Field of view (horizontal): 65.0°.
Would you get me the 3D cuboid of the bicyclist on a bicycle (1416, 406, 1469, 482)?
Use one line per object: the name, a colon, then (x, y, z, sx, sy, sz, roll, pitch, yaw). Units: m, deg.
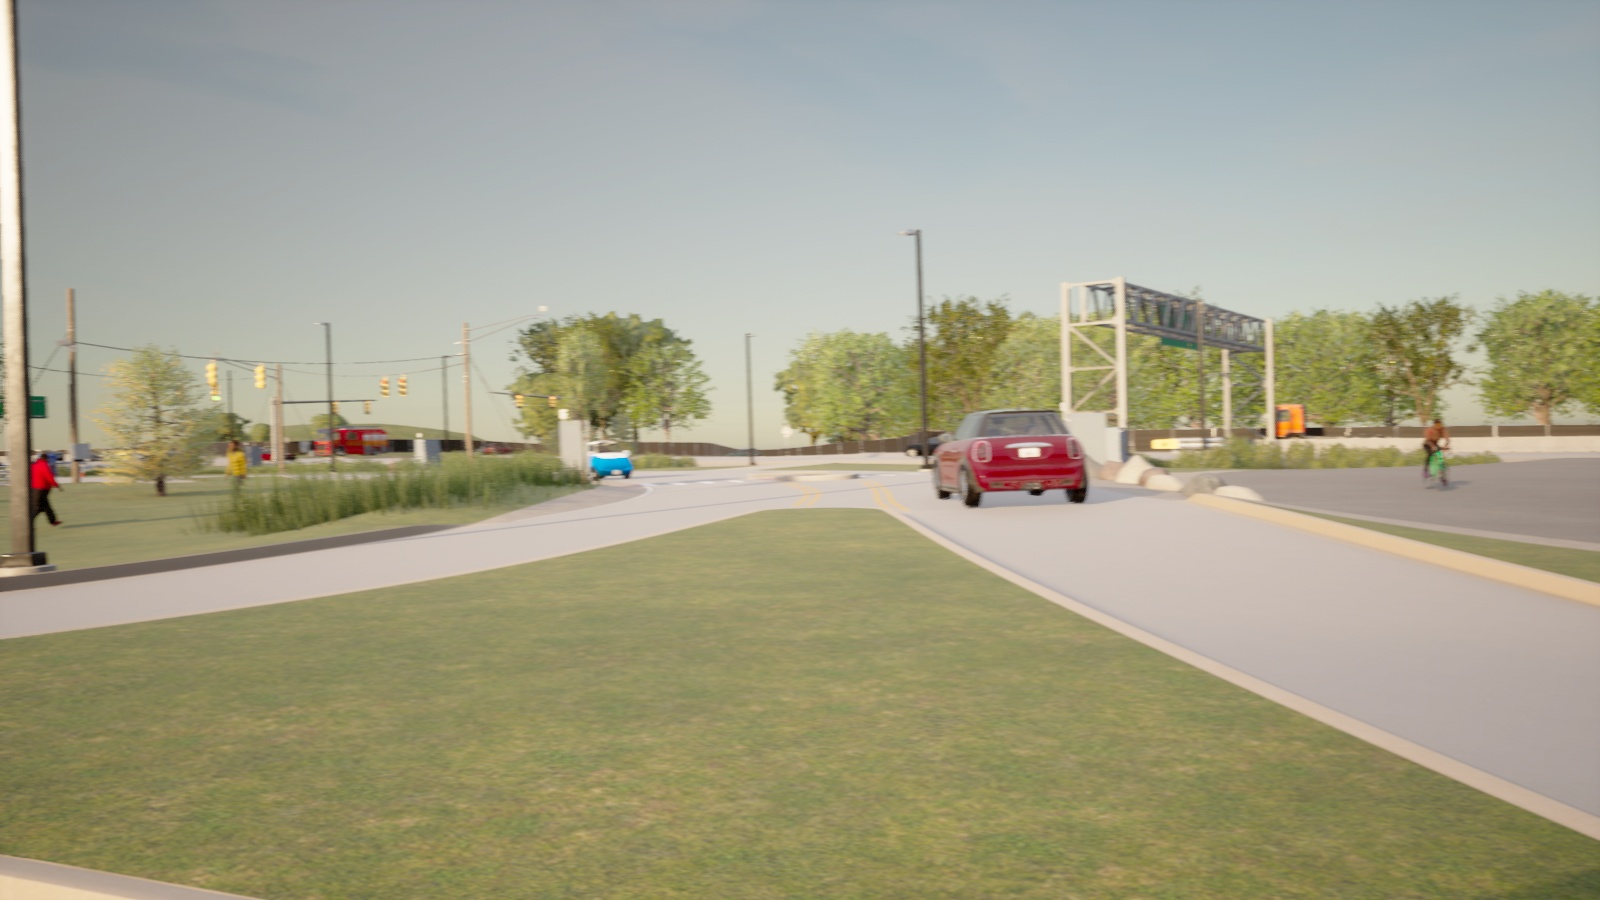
bicyclist on a bicycle: (14.272, -0.144, 27.929, 0.582, 1.620, 1.656, -1, 1, 10)

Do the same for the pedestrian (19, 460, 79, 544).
pedestrian: (-17.022, 1.177, 28.457, 0.634, 1.844, 0.899, -3, -1, 31)

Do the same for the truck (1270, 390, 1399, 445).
truck: (36.500, -2.165, 85.854, 7.936, 3.462, 2.891, -1, 1, 26)

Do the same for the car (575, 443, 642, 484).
car: (-6.747, 0.477, 44.182, 1.481, 1.376, 2.207, -3, 1, -34)

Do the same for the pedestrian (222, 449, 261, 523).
pedestrian: (-14.180, 0.906, 31.905, 0.431, 1.840, 0.709, -3, -1, 28)

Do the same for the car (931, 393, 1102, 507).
car: (3.821, -0.018, 23.040, 2.097, 1.767, 4.553, -3, 1, -2)

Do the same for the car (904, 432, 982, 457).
car: (9.882, -0.382, 87.119, 5.008, 1.535, 1.882, -2, 0, 35)
